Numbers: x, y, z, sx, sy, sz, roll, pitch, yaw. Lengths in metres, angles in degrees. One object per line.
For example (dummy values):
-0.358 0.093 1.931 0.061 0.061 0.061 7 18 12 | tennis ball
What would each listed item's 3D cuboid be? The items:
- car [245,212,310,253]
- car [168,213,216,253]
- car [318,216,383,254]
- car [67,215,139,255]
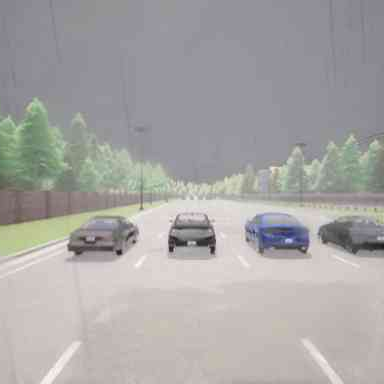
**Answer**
3.507 1.619 14.472 1.882 1.535 5.008 0 0 0 | car
0.004 1.633 14.284 2.128 1.511 4.902 0 0 0 | car
7.005 1.704 14.254 1.994 1.385 4.181 0 -1 0 | car
-3.499 1.685 13.980 2.033 1.411 5.357 0 -1 0 | car
